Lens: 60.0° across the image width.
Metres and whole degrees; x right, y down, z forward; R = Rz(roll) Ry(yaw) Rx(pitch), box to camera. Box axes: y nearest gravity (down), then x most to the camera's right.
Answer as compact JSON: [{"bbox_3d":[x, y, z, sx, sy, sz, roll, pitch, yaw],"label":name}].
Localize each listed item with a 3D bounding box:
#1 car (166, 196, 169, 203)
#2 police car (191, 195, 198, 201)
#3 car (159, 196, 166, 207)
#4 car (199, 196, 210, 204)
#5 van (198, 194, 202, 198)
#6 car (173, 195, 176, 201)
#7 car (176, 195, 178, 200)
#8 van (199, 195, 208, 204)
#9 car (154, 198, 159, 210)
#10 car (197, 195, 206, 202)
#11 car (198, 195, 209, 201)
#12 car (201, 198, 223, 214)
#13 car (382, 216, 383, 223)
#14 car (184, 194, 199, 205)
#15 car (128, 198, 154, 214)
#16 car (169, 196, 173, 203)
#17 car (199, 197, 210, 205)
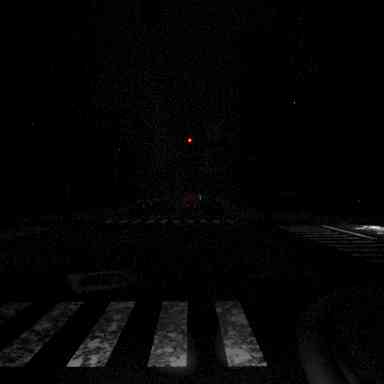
[{"bbox_3d":[-5.642,1.634,58.149,2.008,1.369,4.403,0,0,0],"label":"car"},{"bbox_3d":[0.621,1.598,90.174,1.930,1.638,5.238,0,0,0],"label":"police car"},{"bbox_3d":[-5.651,1.653,52.638,1.802,1.307,4.206,0,0,0],"label":"car"},{"bbox_3d":[2.365,1.641,47.116,1.802,1.307,4.206,0,0,0],"label":"car"},{"bbox_3d":[2.382,1.424,58.137,1.690,1.788,3.998,0,0,0],"label":"van"},{"bbox_3d":[-5.608,1.694,80.192,2.008,1.369,4.403,0,0,0],"label":"car"},{"bbox_3d":[-5.590,1.720,91.214,1.887,1.381,4.507,0,0,0],"label":"car"},{"bbox_3d":[2.400,1.453,69.158,1.690,1.788,3.998,0,0,0],"label":"van"},{"bbox_3d":[-5.668,1.489,41.617,1.967,1.590,4.097,0,0,0],"label":"car"},{"bbox_3d":[2.426,1.600,85.691,1.967,1.590,4.097,0,0,0],"label":"car"},{"bbox_3d":[2.374,1.636,52.626,1.947,1.339,4.313,0,0,0],"label":"car"},{"bbox_3d":[2.348,1.606,36.093,1.947,1.339,4.313,0,0,0],"label":"car"},{"bbox_3d":[14.199,1.511,20.610,4.181,1.385,1.994,0,0,0],"label":"car"},{"bbox_3d":[-0.147,1.574,63.347,1.882,1.535,5.008,0,0,0],"label":"car"},{"bbox_3d":[-5.677,1.480,36.106,1.967,1.590,4.097,0,0,0],"label":"car"},{"bbox_3d":[-5.625,1.552,69.171,1.967,1.590,4.097,0,0,0],"label":"car"},{"bbox_3d":[2.391,1.647,63.647,2.008,1.369,4.403,0,0,0],"label":"car"}]
